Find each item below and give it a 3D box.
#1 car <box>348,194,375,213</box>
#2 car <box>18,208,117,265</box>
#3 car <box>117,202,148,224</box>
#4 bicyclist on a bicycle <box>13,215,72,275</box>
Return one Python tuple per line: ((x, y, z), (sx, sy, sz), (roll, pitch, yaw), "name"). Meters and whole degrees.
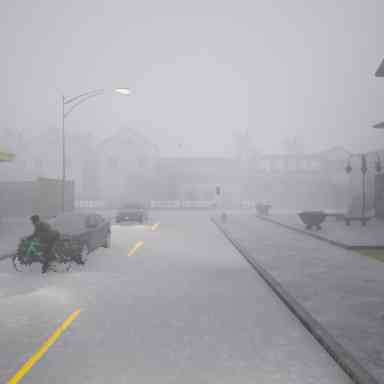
((19.941, 1.222, 36.179), (5.566, 2.045, 2.150), (0, 0, -1), "car")
((-4.256, 1.478, 11.884), (1.882, 1.535, 5.008), (0, 0, -1), "car")
((-4.395, 1.503, 24.827), (1.837, 1.490, 4.892), (0, 0, 0), "car")
((-4.142, 1.455, 9.174), (1.656, 1.620, 0.582), (-2, 0, 0), "bicyclist on a bicycle")
